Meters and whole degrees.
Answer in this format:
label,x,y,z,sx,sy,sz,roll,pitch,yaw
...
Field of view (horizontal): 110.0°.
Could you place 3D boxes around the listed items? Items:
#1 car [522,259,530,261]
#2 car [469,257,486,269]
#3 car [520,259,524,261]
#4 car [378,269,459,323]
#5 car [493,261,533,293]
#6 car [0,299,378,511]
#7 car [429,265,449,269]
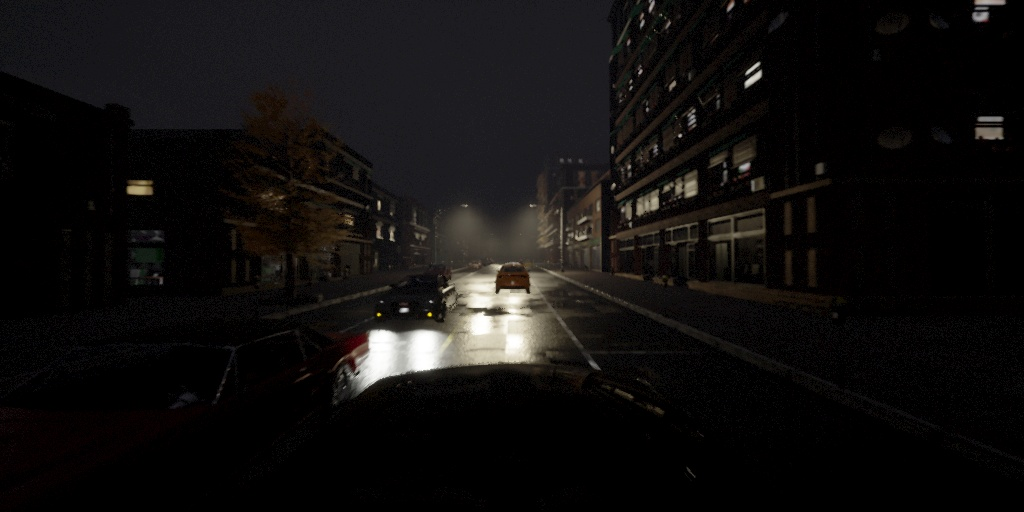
label,x,y,z,sx,sy,sz,roll,pitch,yaw
car,2.712,1.299,62.057,1.751,1.417,4.829,0,0,0
car,-5.671,1.211,56.142,1.967,1.591,4.097,0,0,0
car,0.109,1.366,42.211,1.895,1.301,4.718,0,0,0
car,-2.996,1.317,11.964,1.994,1.385,4.181,0,0,0
car,0.059,1.234,20.931,1.882,1.535,5.008,0,0,1
car,-3.084,1.352,3.233,1.895,1.301,4.718,0,0,0
car,-5.680,1.341,27.709,1.802,1.307,4.207,0,0,0
